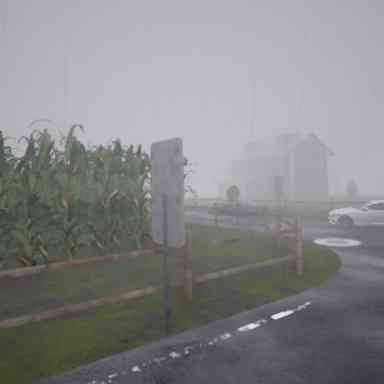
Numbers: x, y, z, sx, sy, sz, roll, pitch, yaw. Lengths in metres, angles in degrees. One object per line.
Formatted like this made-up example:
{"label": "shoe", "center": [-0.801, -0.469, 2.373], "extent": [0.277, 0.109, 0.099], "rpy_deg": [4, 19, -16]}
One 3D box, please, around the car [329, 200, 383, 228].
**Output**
{"label": "car", "center": [9.811, 1.164, 17.663], "extent": [4.674, 1.442, 1.812], "rpy_deg": [-1, 3, 23]}

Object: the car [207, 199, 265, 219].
{"label": "car", "center": [3.314, 1.211, 25.024], "extent": [2.033, 1.411, 5.357], "rpy_deg": [-2, 1, -34]}
